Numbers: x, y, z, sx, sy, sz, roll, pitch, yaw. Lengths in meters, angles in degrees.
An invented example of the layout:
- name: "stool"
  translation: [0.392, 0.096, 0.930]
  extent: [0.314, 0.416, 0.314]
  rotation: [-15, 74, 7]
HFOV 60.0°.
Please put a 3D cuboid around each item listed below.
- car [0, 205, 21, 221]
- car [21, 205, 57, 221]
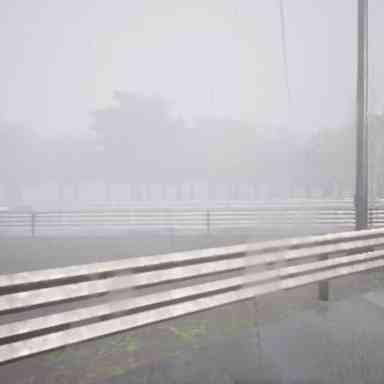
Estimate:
- name: "car"
  translation: [-16.437, 1.546, 25.141]
  extent: [5.566, 2.045, 2.150]
  rotation: [-1, 1, 2]
- name: "car"
  translation: [-13.813, 1.830, 28.503]
  extent: [4.674, 1.442, 1.812]
  rotation: [-1, 1, 3]
